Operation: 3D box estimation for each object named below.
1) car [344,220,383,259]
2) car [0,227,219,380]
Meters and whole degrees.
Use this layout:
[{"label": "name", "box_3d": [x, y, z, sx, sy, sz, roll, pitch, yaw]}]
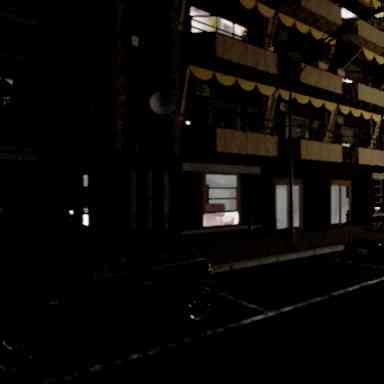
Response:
[{"label": "car", "box_3d": [7.253, 1.526, 11.740, 4.829, 1.417, 1.752, 0, 0, -36]}, {"label": "car", "box_3d": [-1.607, 1.440, 5.420, 4.097, 1.590, 1.967, 0, 0, -36]}]
